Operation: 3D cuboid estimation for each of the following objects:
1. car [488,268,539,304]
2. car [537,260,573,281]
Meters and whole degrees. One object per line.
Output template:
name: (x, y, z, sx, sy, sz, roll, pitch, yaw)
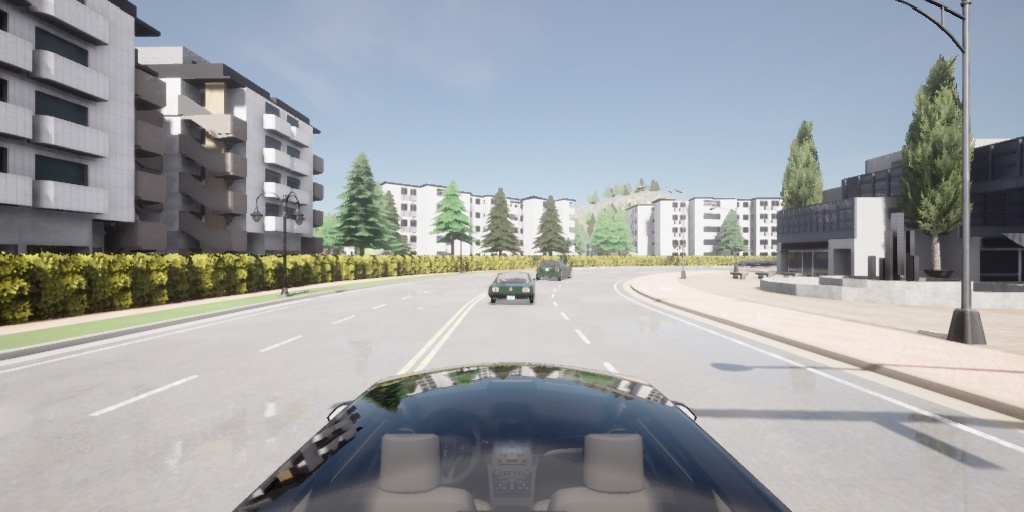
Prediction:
car: (0.134, 1.366, 16.389, 1.895, 1.301, 4.718, 0, 0, 5)
car: (3.631, 1.116, 30.236, 2.097, 1.767, 4.553, 0, 0, 24)
